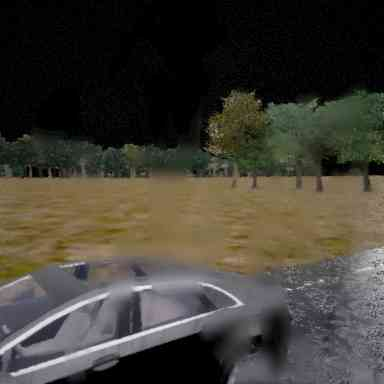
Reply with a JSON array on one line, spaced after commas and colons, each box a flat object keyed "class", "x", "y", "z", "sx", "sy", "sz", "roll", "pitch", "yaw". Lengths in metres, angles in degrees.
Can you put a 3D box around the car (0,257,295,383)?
[{"class": "car", "x": -1.101, "y": 1.492, "z": 3.183, "sx": 4.902, "sy": 1.511, "sz": 2.128, "roll": 0, "pitch": 0, "yaw": -35}]
